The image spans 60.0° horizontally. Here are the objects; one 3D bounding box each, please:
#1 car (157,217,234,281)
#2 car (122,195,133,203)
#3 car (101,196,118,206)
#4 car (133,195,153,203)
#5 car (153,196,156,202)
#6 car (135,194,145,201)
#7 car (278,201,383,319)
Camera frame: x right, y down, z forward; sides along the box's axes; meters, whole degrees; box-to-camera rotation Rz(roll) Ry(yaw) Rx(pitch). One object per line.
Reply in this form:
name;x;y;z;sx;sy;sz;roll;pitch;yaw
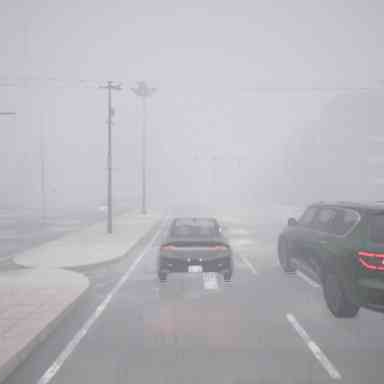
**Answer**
car;0.078;1.471;9.728;2.128;1.511;4.902;0;0;0
car;-12.771;1.336;67.208;1.882;1.535;5.008;0;0;0
car;-12.659;1.383;51.235;2.128;1.511;4.902;0;0;-1
car;-9.277;1.413;63.617;2.033;1.411;5.357;0;0;0
car;-9.265;1.439;73.843;1.895;1.301;4.718;0;0;0
car;-12.759;1.351;81.947;1.812;1.442;4.674;0;0;0
car;3.574;1.204;7.434;2.150;2.045;5.566;0;0;0
